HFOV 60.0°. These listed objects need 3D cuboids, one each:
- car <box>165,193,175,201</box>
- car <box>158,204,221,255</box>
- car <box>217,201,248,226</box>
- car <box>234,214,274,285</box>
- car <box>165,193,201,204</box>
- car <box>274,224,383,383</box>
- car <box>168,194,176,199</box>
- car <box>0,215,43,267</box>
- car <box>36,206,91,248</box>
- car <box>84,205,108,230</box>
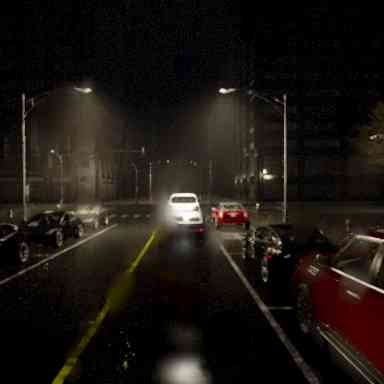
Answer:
[{"bbox_3d":[-5.024,1.078,76.123,2.097,1.767,4.553,0,0,-2],"label":"car"},{"bbox_3d":[-0.257,1.433,12.985,2.128,1.511,4.902,0,0,-1],"label":"car"},{"bbox_3d":[2.247,1.338,20.422,1.967,1.590,4.097,-1,0,-2],"label":"car"},{"bbox_3d":[2.545,1.512,9.154,1.947,1.339,4.313,-1,0,-2],"label":"car"},{"bbox_3d":[-0.581,1.121,23.002,2.150,2.045,5.566,0,0,-2],"label":"car"},{"bbox_3d":[2.691,1.286,3.519,2.192,1.841,5.009,-1,0,-2],"label":"car"},{"bbox_3d":[-5.497,1.194,91.696,2.128,1.511,4.902,0,0,-2],"label":"car"},{"bbox_3d":[-5.977,1.552,8.927,1.947,1.339,4.313,-1,0,-2],"label":"car"},{"bbox_3d":[-6.125,1.528,14.562,1.947,1.339,4.313,-1,0,-2],"label":"car"},{"bbox_3d":[-6.274,1.489,20.197,2.008,1.369,4.403,-1,0,-2],"label":"car"}]
